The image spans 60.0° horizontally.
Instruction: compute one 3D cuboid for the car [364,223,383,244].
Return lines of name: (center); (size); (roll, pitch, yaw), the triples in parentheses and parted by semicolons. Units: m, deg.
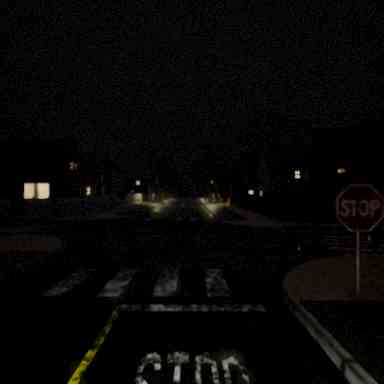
car: (8.944, 1.503, 12.125); (4.718, 1.301, 1.895); (0, 0, 19)
